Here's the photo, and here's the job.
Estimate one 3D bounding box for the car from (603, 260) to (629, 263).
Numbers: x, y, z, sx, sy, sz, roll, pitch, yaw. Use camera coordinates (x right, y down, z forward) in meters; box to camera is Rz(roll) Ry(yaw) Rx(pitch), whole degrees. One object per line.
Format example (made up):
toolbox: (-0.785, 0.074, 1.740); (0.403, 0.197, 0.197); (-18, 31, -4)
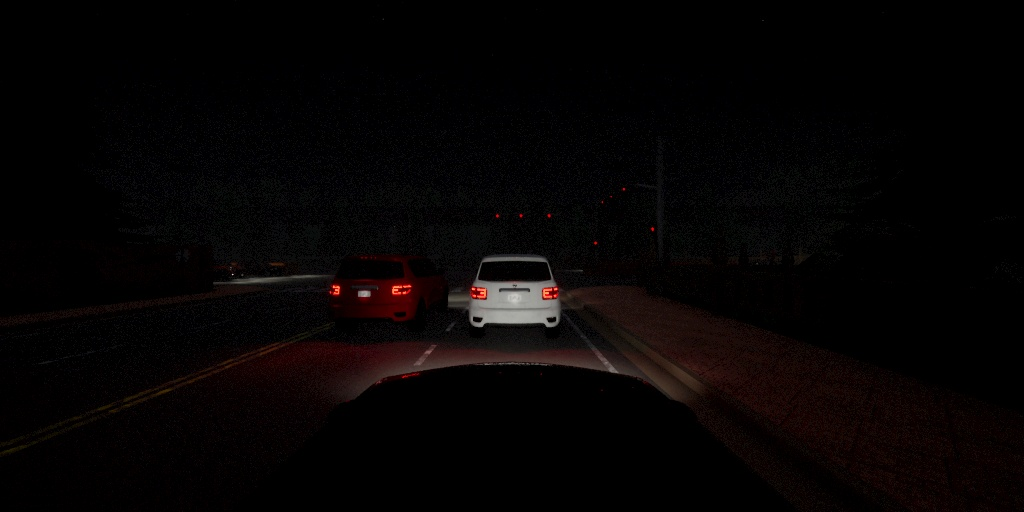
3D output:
car: (13.580, 1.252, 49.060); (4.892, 1.490, 1.837); (-1, 0, 0)

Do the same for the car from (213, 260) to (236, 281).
car: (-25.077, 1.228, 28.119); (5.008, 1.535, 1.882); (0, 0, 0)

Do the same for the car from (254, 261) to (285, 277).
car: (-24.955, 1.228, 35.119); (5.008, 1.535, 1.882); (0, 0, 0)

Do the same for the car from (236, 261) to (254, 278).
car: (-26.017, 1.102, 31.628); (4.553, 1.767, 2.097); (0, 0, 0)

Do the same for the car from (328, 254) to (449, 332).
car: (-3.420, 0.971, 11.003); (2.150, 2.045, 5.566); (0, 0, 0)

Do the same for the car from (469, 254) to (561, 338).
car: (0.079, 0.971, 10.322); (2.150, 2.045, 5.566); (0, 0, 1)

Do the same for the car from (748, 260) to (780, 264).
car: (33.628, 1.258, 48.963); (5.357, 1.411, 2.033); (-1, 0, 0)
